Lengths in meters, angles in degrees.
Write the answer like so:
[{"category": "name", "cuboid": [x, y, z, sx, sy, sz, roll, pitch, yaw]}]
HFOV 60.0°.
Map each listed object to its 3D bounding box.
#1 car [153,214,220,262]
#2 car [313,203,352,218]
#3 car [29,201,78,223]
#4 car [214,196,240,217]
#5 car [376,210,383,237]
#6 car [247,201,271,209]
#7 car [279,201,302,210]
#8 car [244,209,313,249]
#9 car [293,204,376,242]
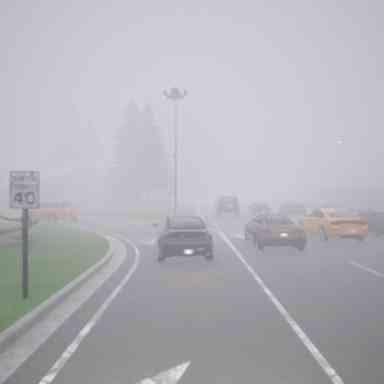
[{"category": "car", "cuboid": [-0.410, 1.587, 12.555, 1.837, 1.490, 4.892, 0, 0, -7]}, {"category": "car", "cuboid": [14.094, 1.819, 33.713, 1.895, 1.301, 4.718, 0, 0, 0]}, {"category": "car", "cuboid": [-11.476, 1.526, 27.161, 4.553, 1.767, 2.097, 0, 0, 33]}, {"category": "car", "cuboid": [3.595, 1.443, 34.402, 2.150, 2.045, 5.566, 0, 0, 0]}, {"category": "car", "cuboid": [10.597, 1.688, 19.045, 1.994, 1.385, 4.181, 0, 0, 0]}, {"category": "car", "cuboid": [7.094, 1.733, 35.377, 1.837, 1.490, 4.892, 0, 0, 0]}, {"category": "car", "cuboid": [10.595, 1.719, 35.255, 2.128, 1.511, 4.902, 0, 0, 0]}, {"category": "car", "cuboid": [3.597, 1.661, 15.001, 1.994, 1.385, 4.181, 0, 0, 0]}, {"category": "car", "cuboid": [7.098, 1.589, 17.198, 1.882, 1.535, 5.008, 0, 0, 0]}]
